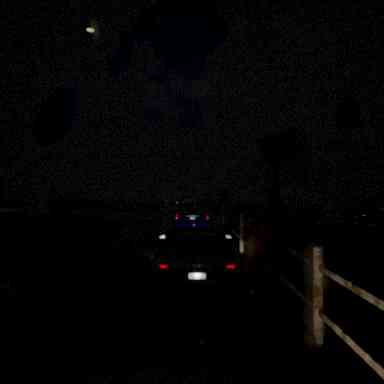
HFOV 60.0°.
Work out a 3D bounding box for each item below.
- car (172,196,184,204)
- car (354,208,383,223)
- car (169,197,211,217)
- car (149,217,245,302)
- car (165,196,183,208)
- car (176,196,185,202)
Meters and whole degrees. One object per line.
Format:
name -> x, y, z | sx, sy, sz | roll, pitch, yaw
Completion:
car -> -2.791, 1.599, 65.351 | 2.128, 1.511, 4.902 | 0, 0, 0
car -> 18.709, 2.328, 33.079 | 4.892, 1.490, 1.837 | 2, 0, 0
car -> -0.067, 1.369, 19.103 | 2.097, 1.767, 4.553 | 0, 0, -2
car -> 0.092, 1.567, 8.334 | 1.994, 1.385, 4.181 | 0, 0, 0
car -> -2.852, 1.423, 48.911 | 2.097, 1.767, 4.553 | 0, 0, 0
car -> -2.773, 1.586, 80.132 | 1.994, 1.385, 4.181 | 0, 0, 0
